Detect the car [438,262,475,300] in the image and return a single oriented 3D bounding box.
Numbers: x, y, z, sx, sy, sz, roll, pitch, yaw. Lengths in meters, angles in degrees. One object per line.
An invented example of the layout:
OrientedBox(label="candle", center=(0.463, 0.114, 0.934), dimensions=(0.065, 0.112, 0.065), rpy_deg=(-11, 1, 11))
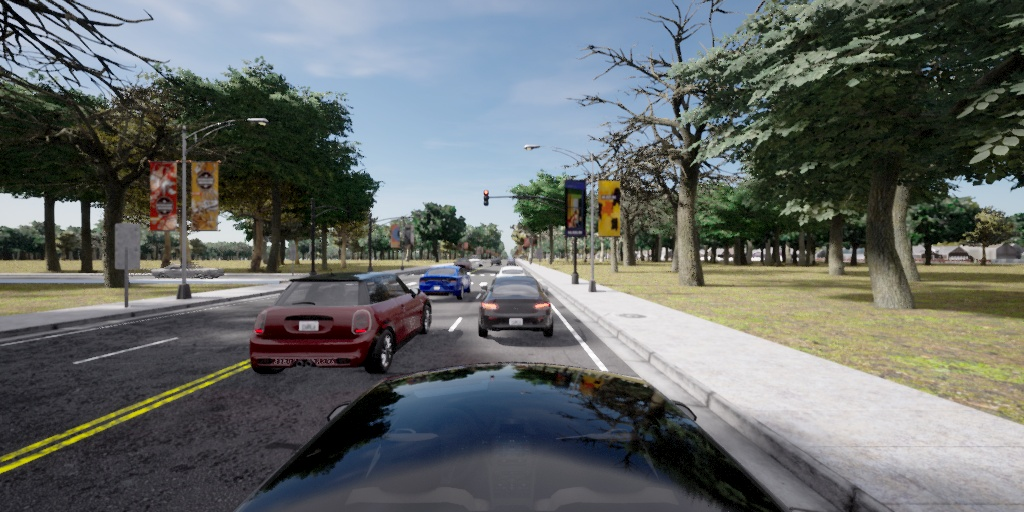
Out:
OrientedBox(label="car", center=(-3.179, 1.225, 17.777), dimensions=(1.882, 1.535, 5.008), rpy_deg=(0, 0, 1))

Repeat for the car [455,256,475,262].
OrientedBox(label="car", center=(-6.677, 1.104, 48.756), dimensions=(2.097, 1.767, 4.553), rpy_deg=(0, 0, 0))

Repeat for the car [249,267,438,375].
OrientedBox(label="car", center=(-3.159, 1.101, 7.669), dimensions=(2.097, 1.767, 4.553), rpy_deg=(0, 0, 0))

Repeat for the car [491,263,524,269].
OrientedBox(label="car", center=(0.033, 1.273, 19.256), dimensions=(1.812, 1.442, 4.674), rpy_deg=(0, 0, 0))

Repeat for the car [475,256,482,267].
OrientedBox(label="car", center=(-6.664, 0.988, 64.936), dimensions=(2.150, 2.045, 5.566), rpy_deg=(0, 0, 0))

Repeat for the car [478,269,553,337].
OrientedBox(label="car", center=(0.086, 1.274, 10.154), dimensions=(1.812, 1.442, 4.674), rpy_deg=(0, 0, 0))

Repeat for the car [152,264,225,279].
OrientedBox(label="car", center=(-26.923, 1.319, 29.972), dimensions=(4.718, 1.301, 1.895), rpy_deg=(0, 0, 0))
